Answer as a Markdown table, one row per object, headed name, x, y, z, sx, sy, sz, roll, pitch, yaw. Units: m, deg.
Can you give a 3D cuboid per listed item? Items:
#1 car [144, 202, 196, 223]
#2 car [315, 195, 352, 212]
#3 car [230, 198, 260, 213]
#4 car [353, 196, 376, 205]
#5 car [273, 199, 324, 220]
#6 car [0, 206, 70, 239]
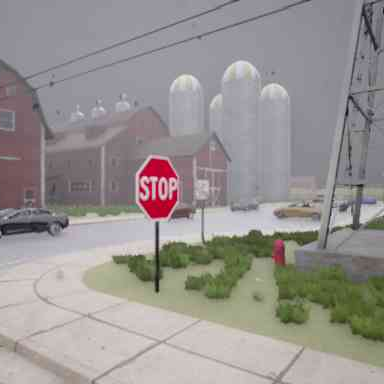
| name | x | y | z | sx | sy | sz | roll | pitch | yaw |
| --- | --- | --- | --- | --- | --- | --- | --- | --- | --- |
| car | -1.651 | 1.477 | 26.320 | 1.882 | 1.535 | 5.008 | 0 | 0 | 34 |
| car | 15.947 | 1.312 | 38.445 | 3.866 | 1.878 | 1.905 | 0 | 0 | 35 |
| car | 6.037 | 1.500 | 37.536 | 1.837 | 1.490 | 4.892 | 0 | 1 | 35 |
| car | 29.731 | 1.478 | 58.344 | 4.611 | 1.667 | 2.242 | 0 | 0 | 35 |
| car | 8.737 | 1.505 | 27.039 | 4.193 | 1.474 | 1.816 | 0 | 0 | 35 |
| car | -8.557 | 1.491 | 16.518 | 2.128 | 1.511 | 4.902 | 0 | 0 | 39 |
